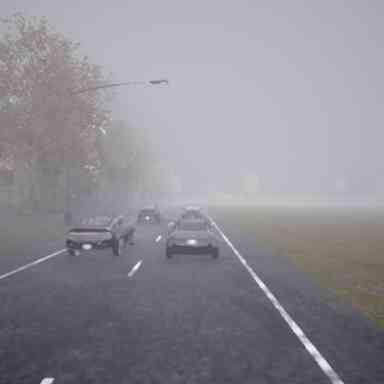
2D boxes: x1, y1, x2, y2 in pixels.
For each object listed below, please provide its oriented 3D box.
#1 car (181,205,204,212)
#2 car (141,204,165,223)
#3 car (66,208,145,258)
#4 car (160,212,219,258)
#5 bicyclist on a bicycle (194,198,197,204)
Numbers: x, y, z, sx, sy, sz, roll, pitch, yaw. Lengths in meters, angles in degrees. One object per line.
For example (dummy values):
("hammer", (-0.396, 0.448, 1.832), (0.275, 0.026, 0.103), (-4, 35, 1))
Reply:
("car", (0.034, 1.831, 28.905), (1.812, 1.442, 4.674), (0, 0, 1))
("car", (-3.471, 1.809, 28.509), (1.837, 1.490, 4.892), (0, 0, 1))
("car", (-3.474, 1.636, 13.507), (2.128, 1.511, 4.902), (0, 0, 1))
("car", (0.024, 1.707, 13.457), (1.994, 1.385, 4.181), (0, -1, 1))
("bicyclist on a bicycle", (0.981, 2.430, 92.386), (0.582, 1.620, 1.656), (0, -1, 0))
